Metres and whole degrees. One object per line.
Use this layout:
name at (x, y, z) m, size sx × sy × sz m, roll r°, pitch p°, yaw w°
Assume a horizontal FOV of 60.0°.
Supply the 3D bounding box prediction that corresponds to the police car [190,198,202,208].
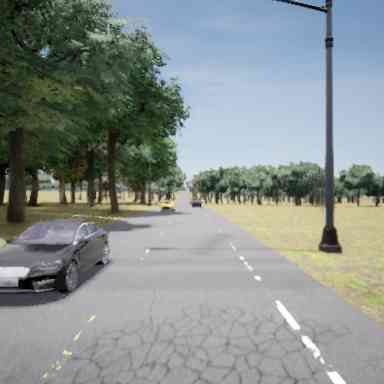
police car at (1.031, 2.335, 68.416) m, size 1.930 × 1.638 × 5.238 m, roll 0°, pitch -1°, yaw 0°

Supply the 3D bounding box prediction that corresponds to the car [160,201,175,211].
car at (-3.589, 2.037, 49.511) m, size 1.882 × 1.535 × 5.008 m, roll 0°, pitch -1°, yaw 0°

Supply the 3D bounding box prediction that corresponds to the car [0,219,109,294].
car at (-3.603, 1.532, 9.008) m, size 2.128 × 1.511 × 4.902 m, roll 0°, pitch 0°, yaw 0°
